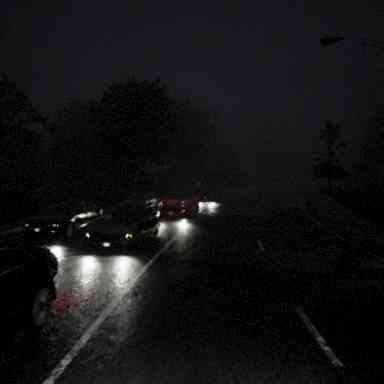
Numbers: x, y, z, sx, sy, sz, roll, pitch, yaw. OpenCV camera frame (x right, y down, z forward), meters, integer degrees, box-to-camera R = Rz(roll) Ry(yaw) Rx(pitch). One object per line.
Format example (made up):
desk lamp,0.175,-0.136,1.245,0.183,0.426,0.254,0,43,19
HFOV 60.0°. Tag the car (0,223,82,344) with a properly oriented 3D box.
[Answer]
car,-3.345,1.445,3.972,2.128,1.511,4.902,0,1,3

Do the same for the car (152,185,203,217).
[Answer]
car,-0.889,0.670,23.214,2.097,1.767,4.553,0,3,12

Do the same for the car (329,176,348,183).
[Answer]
car,32.569,-2.868,74.338,1.812,1.442,4.674,0,3,44

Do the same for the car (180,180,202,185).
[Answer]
car,-0.268,-0.335,38.833,2.150,2.045,5.566,0,3,19

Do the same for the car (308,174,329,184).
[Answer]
car,27.894,-2.979,74.290,2.150,2.045,5.566,0,3,41

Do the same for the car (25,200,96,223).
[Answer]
car,-5.789,1.178,15.551,1.837,1.490,4.892,0,2,8

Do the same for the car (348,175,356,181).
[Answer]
car,39.786,-3.510,81.644,4.902,1.511,2.128,-5,3,-41

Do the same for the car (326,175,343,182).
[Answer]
car,35.154,-3.331,82.074,5.357,1.411,2.033,-5,3,-44

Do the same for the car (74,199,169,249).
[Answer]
car,-2.557,1.276,13.672,2.033,1.411,5.357,0,2,6

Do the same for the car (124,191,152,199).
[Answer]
car,-3.923,0.717,25.787,1.837,1.490,4.892,0,3,13

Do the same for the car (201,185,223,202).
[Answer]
car,1.855,0.238,33.997,1.994,1.385,4.181,0,3,18
